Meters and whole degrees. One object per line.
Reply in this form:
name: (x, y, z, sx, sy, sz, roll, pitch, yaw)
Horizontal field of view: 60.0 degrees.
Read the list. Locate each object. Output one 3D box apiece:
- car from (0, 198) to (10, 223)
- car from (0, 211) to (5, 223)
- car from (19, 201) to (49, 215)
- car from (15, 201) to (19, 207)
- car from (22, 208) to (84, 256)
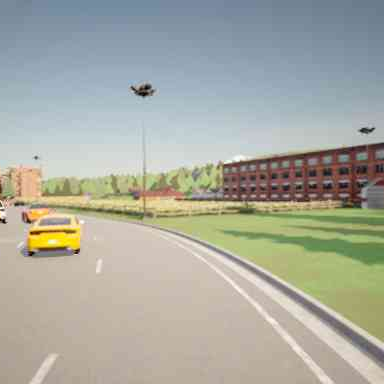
car: (-18.209, 1.756, 30.284, 2.150, 2.045, 5.566, 0, -1, -33)
car: (-9.545, 1.765, 13.919, 1.837, 1.490, 4.892, 0, -1, -18)
car: (-14.372, 1.848, 30.801, 2.097, 1.767, 4.553, 0, -1, -33)
car: (-42.869, 2.857, 82.703, 1.882, 1.535, 5.008, 0, -1, -33)
car: (-5.808, 1.701, 14.496, 1.882, 1.535, 5.008, 0, -1, -17)
